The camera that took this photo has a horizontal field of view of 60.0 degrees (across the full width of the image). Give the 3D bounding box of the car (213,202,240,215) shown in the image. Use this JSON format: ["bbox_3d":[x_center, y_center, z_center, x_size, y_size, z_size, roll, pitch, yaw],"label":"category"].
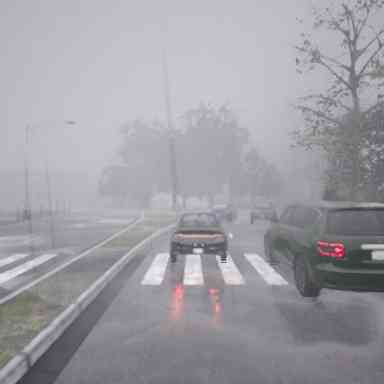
[{"bbox_3d":[2.517,1.597,26.813,1.812,1.442,4.674,-1,-1,15],"label":"car"}]

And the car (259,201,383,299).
[{"bbox_3d":[3.411,1.232,8.622,2.150,2.045,5.566,0,0,1],"label":"car"}]

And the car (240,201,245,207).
[{"bbox_3d":[12.001,2.880,77.784,5.008,1.535,1.882,-1,-2,30],"label":"car"}]

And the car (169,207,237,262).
[{"bbox_3d":[0.269,1.509,12.110,2.128,1.511,4.902,0,0,2],"label":"car"}]

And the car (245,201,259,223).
[{"bbox_3d":[5.538,1.533,25.592,2.128,1.511,4.902,-1,-1,14],"label":"car"}]
